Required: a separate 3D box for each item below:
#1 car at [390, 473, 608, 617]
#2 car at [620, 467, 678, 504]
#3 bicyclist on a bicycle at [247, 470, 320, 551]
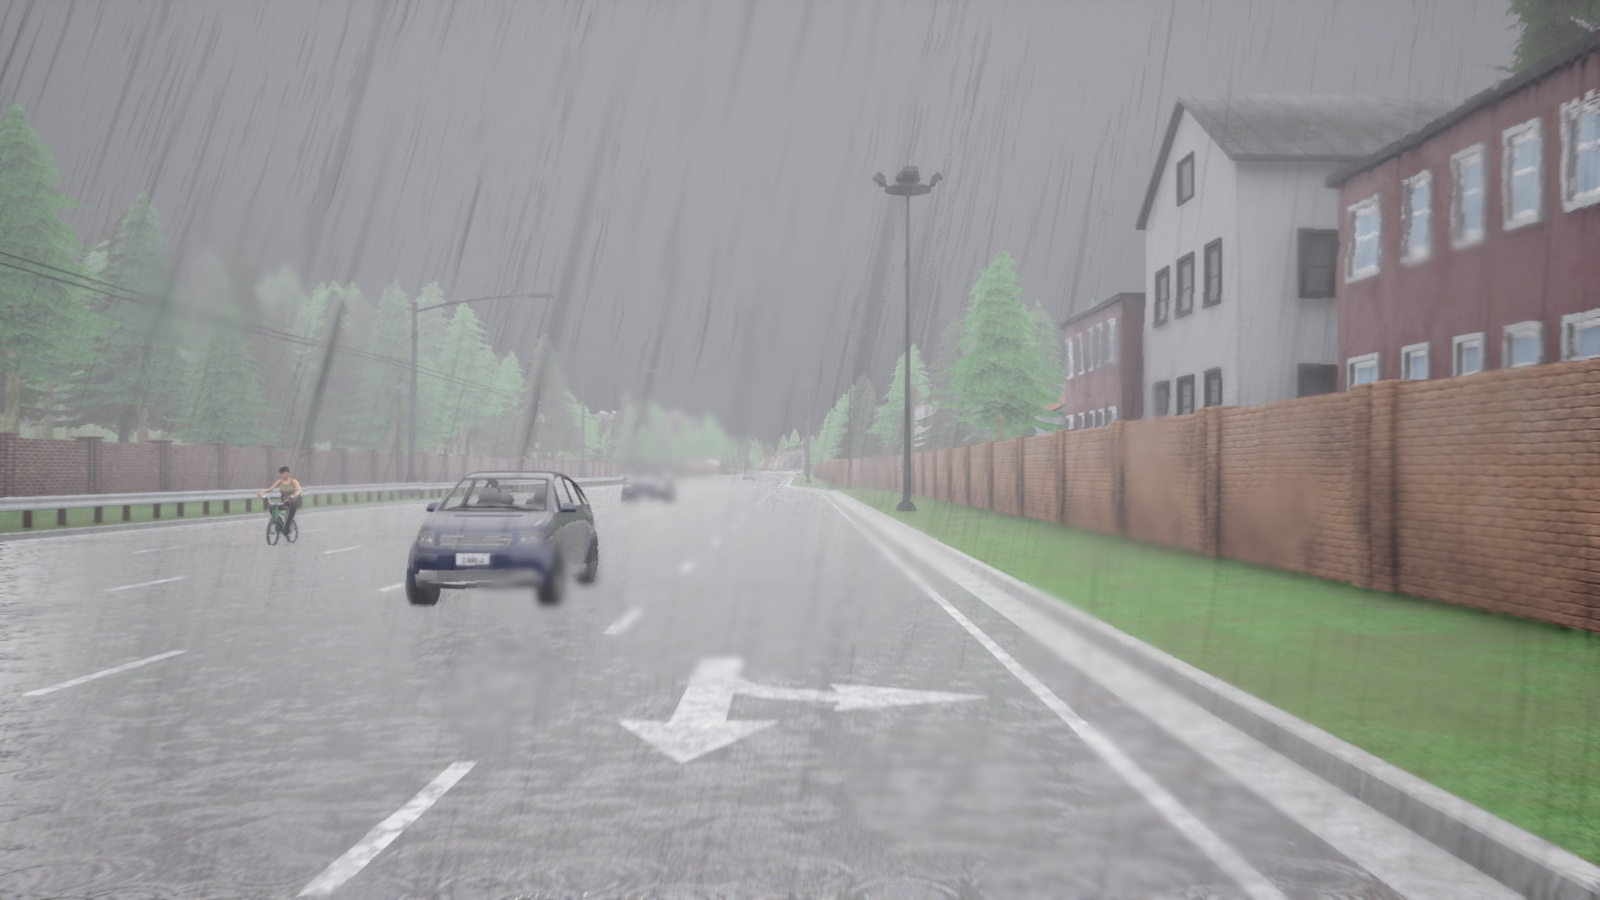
[{"bbox_3d":[-3.538,1.060,15.424,1.789,1.549,3.705,0,-1,0],"label":"car"},{"bbox_3d":[-7.146,1.670,59.933,2.242,1.667,4.611,0,-1,0],"label":"car"},{"bbox_3d":[-10.558,1.215,25.738,0.866,1.612,1.509,0,-1,0],"label":"bicyclist on a bicycle"}]
